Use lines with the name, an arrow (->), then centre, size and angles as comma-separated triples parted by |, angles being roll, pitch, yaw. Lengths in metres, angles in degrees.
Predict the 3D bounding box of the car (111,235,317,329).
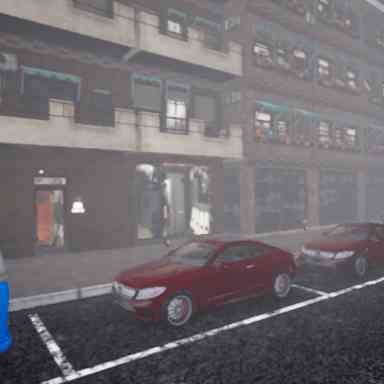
car -> 0.468, 1.588, 6.864 | 4.206, 1.307, 1.802 | 0, -1, -35

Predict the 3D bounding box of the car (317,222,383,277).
car -> 5.077, 1.597, 10.156 | 4.206, 1.307, 1.802 | 0, -1, -35

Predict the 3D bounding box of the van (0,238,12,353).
van -> -4.145, 1.339, 3.578 | 3.998, 1.788, 1.690 | 0, -1, -35
